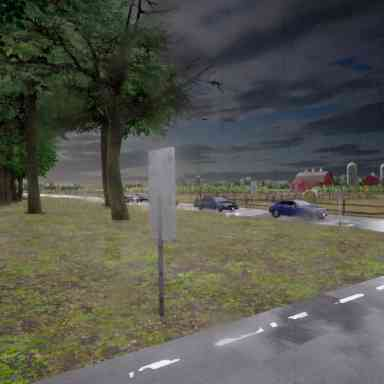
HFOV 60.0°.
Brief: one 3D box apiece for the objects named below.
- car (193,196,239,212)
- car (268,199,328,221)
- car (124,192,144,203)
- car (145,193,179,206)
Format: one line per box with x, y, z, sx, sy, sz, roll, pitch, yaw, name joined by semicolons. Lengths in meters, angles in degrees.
2.266;1.142;33.072;2.033;1.411;5.357;-1;2;-36;car
7.917;1.278;25.212;1.812;1.442;4.674;-1;2;-35;car
-9.536;0.800;49.511;2.128;1.511;4.902;-1;1;-36;car
-3.505;0.800;41.080;2.097;1.767;4.553;-1;1;-36;car
